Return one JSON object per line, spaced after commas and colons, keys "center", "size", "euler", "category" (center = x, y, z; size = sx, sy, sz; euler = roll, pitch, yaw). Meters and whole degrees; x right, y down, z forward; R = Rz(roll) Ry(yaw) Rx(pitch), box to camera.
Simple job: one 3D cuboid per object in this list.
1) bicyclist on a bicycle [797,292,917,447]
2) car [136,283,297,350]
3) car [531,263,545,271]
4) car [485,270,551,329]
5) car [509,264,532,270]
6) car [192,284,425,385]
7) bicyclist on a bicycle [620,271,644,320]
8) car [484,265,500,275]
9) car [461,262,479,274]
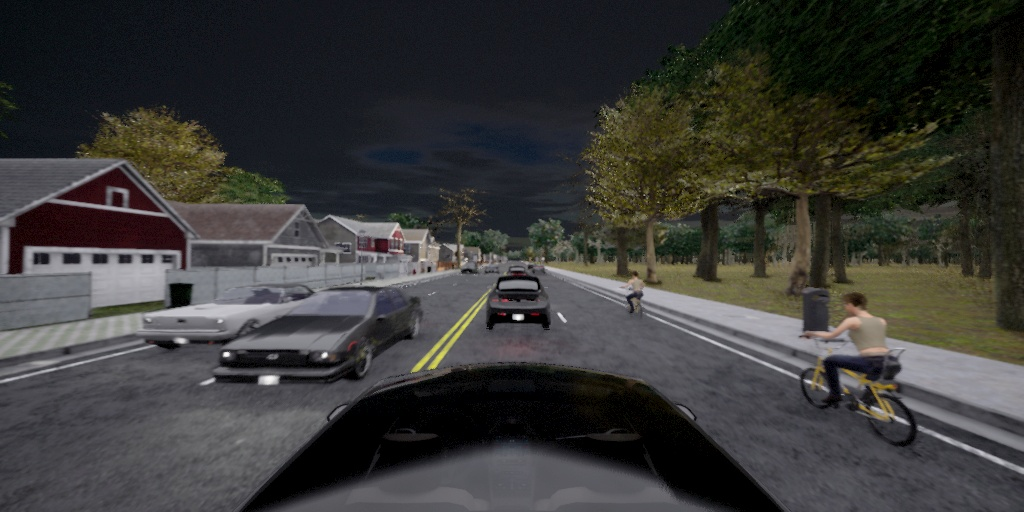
{"center": [4.106, 1.242, 4.373], "size": [0.866, 1.612, 1.509], "euler": [0, -1, 1], "category": "bicyclist on a bicycle"}
{"center": [-6.539, 1.402, 9.319], "size": [1.895, 1.301, 4.718], "euler": [0, -1, 1], "category": "car"}
{"center": [4.023, 1.911, 55.396], "size": [2.128, 1.511, 4.902], "euler": [0, -1, 1], "category": "car"}
{"center": [0.198, 1.375, 11.782], "size": [1.837, 1.490, 4.892], "euler": [0, -1, 1], "category": "car"}
{"center": [0.438, 1.597, 29.966], "size": [1.837, 1.490, 4.892], "euler": [0, -1, 1], "category": "car"}
{"center": [-3.307, 1.347, 7.584], "size": [2.033, 1.411, 5.357], "euler": [0, -1, 1], "category": "car"}
{"center": [4.285, 1.340, 12.566], "size": [0.866, 1.612, 1.509], "euler": [0, -1, 0], "category": "bicyclist on a bicycle"}
{"center": [-2.726, 1.880, 49.924], "size": [1.994, 1.385, 4.181], "euler": [0, -1, 1], "category": "car"}
{"center": [-5.962, 1.660, 50.857], "size": [2.097, 1.767, 4.553], "euler": [0, -1, 1], "category": "car"}
